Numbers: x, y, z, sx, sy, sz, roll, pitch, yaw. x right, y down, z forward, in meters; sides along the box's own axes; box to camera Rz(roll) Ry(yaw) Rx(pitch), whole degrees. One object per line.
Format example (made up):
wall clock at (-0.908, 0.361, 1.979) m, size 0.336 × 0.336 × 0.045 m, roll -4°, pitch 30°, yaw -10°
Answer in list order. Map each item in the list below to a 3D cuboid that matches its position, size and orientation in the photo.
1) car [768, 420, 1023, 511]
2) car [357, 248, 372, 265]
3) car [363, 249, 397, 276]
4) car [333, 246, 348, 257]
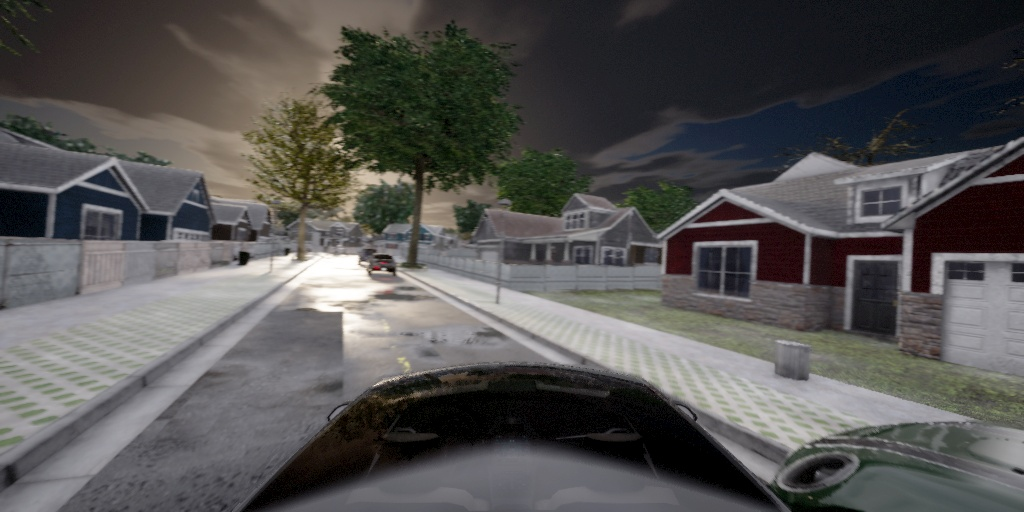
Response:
car at (3.225, 1.334, 0.669) m, size 2.097 × 1.767 × 4.553 m, roll 4°, pitch 0°, yaw -25°
car at (-14.890, -0.020, 37.294) m, size 2.097 × 1.767 × 4.553 m, roll 4°, pitch 0°, yaw -25°
car at (-9.355, 0.542, 25.611) m, size 1.837 × 1.490 × 4.892 m, roll 4°, pitch 0°, yaw -25°
car at (-26.411, -0.834, 55.252) m, size 2.128 × 1.511 × 4.902 m, roll 4°, pitch 0°, yaw -25°
